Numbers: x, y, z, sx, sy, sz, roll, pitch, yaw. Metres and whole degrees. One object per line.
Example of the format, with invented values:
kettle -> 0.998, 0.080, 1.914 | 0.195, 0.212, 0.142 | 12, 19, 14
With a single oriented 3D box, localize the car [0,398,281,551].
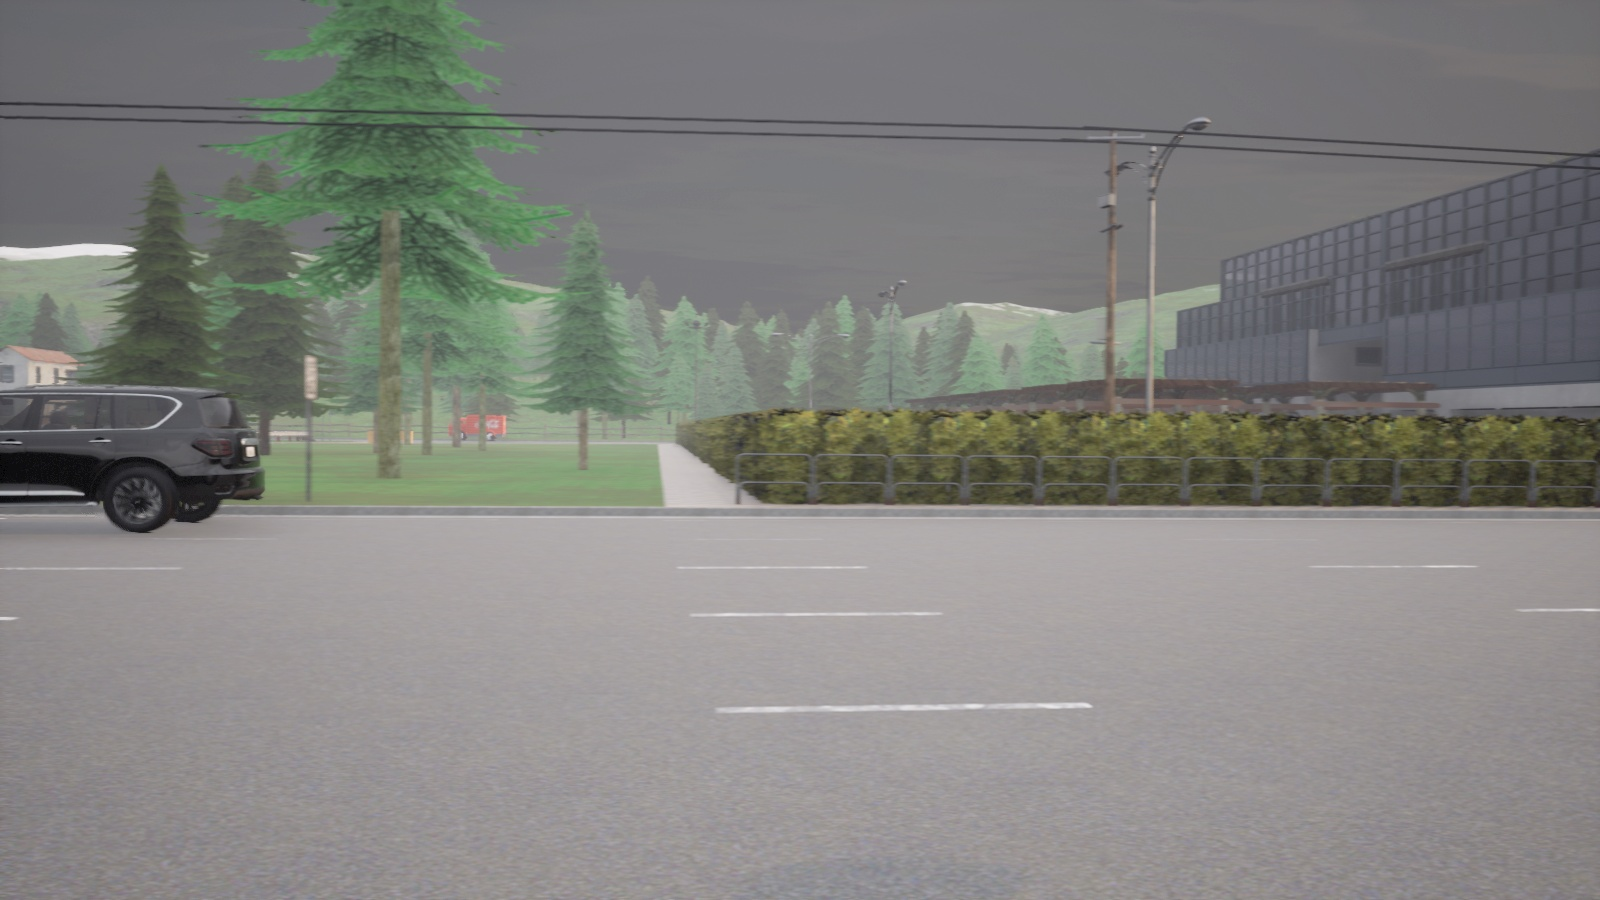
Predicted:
car -> -10.700, 0.321, 18.052 | 5.566, 2.045, 2.150 | -1, 1, -6
